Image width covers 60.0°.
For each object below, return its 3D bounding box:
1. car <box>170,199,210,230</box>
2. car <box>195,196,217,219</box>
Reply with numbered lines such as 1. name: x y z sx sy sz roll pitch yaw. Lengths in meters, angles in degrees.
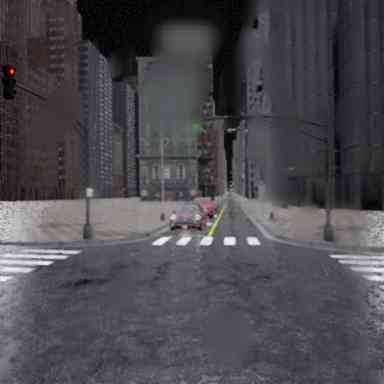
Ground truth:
1. car: -0.176 1.609 22.880 2.097 1.767 4.553 -1 -1 7
2. car: 1.075 1.575 33.450 2.150 2.045 5.566 -1 0 7
